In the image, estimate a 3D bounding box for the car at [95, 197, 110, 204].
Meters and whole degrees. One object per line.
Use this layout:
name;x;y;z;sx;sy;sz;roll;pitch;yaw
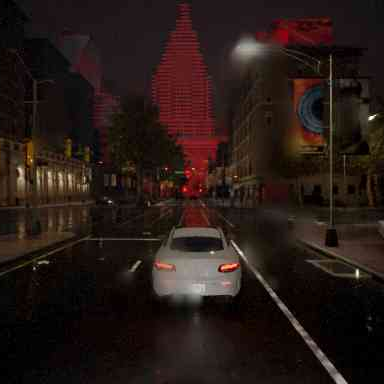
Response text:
car;-17.956;1.595;66.929;1.895;1.301;4.718;0;0;0

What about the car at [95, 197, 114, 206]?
car;-14.834;1.547;56.846;2.033;1.411;5.357;0;0;0

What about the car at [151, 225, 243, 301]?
car;0.112;1.526;8.182;1.812;1.442;4.674;0;0;1

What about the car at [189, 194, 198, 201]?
car;0.380;1.493;86.462;1.837;1.490;4.892;0;0;0

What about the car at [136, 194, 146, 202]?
car;-11.227;1.547;66.595;2.033;1.411;5.357;0;0;1

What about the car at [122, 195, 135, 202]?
car;-14.663;1.478;76.799;1.882;1.535;5.008;0;0;0

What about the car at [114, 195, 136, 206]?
car;-11.336;1.478;56.782;1.882;1.535;5.008;0;0;0

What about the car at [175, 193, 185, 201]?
car;-3.119;1.218;86.508;2.150;2.045;5.566;0;0;0

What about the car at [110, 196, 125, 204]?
car;-14.725;1.505;66.385;1.837;1.490;4.892;0;0;1

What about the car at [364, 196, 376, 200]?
car;34.744;1.481;68.090;2.231;1.521;4.892;0;0;0

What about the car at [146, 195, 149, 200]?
car;-11.163;1.355;76.815;2.097;1.767;4.553;0;0;0
